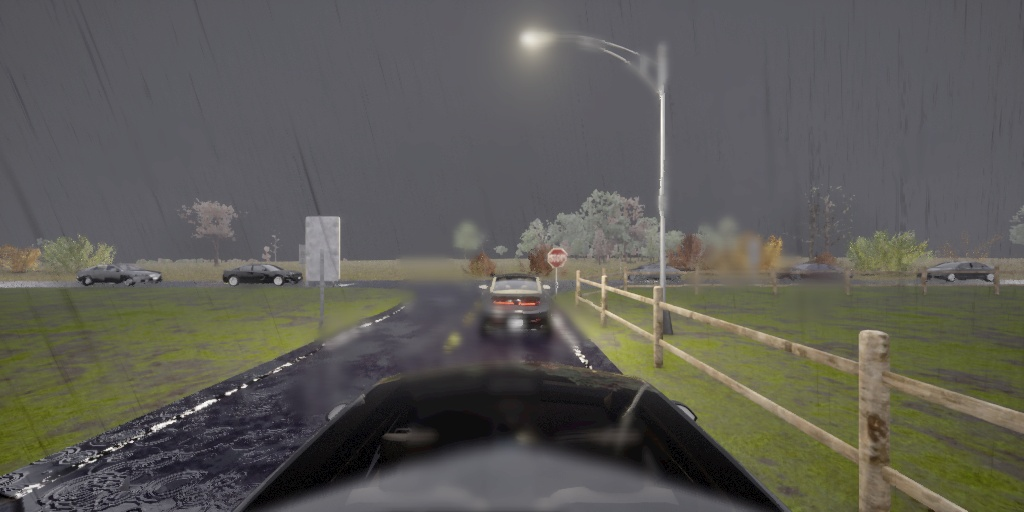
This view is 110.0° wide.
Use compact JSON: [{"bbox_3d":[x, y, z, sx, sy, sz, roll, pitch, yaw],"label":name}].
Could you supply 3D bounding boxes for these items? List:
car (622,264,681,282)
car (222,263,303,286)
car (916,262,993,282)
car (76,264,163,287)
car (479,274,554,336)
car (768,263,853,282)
[{"bbox_3d":[10.724,1.282,27.669,4.181,1.385,1.994,0,0,-3],"label":"car"},{"bbox_3d":[-17.366,1.271,25.117,5.008,1.535,1.882,0,0,1],"label":"car"},{"bbox_3d":[34.170,1.180,27.581,4.892,1.490,1.837,0,0,1],"label":"car"},{"bbox_3d":[-27.487,1.314,25.217,4.902,1.511,2.128,0,0,1],"label":"car"},{"bbox_3d":[0.113,1.255,10.359,1.837,1.490,4.892,0,0,0],"label":"car"},{"bbox_3d":[22.985,1.238,27.695,5.357,1.411,2.033,0,0,1],"label":"car"}]
